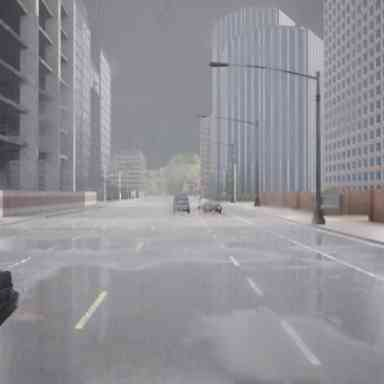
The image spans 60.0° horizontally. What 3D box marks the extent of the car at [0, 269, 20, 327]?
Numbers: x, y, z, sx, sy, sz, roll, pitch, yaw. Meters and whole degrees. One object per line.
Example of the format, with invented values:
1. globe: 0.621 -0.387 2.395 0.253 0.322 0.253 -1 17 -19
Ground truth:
1. car: -3.662 1.563 3.105 2.033 1.411 5.357 0 0 -2

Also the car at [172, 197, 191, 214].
1. car: -1.194 1.658 37.337 2.128 1.511 4.902 0 0 -2

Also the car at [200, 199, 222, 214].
1. car: 2.270 1.771 38.373 1.895 1.301 4.718 0 0 -2

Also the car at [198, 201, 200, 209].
1. car: 1.856 1.739 48.205 1.812 1.442 4.674 0 0 -2

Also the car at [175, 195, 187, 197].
1. car: -1.560 1.433 47.506 2.150 2.045 5.566 0 0 -2
